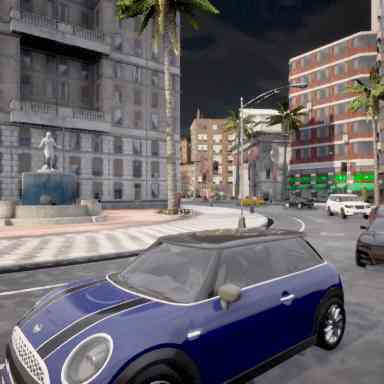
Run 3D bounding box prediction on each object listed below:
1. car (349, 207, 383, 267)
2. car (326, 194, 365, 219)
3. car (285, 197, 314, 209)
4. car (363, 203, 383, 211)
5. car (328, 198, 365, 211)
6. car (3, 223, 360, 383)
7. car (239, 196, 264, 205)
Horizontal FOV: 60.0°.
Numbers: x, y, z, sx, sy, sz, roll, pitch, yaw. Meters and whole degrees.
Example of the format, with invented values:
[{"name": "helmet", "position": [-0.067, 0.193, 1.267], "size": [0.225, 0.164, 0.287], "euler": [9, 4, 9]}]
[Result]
[{"name": "car", "position": [6.746, 1.478, 10.851], "size": [1.882, 1.535, 5.008], "euler": [0, 0, 37]}, {"name": "car", "position": [13.910, 1.221, 29.884], "size": [2.150, 2.045, 5.566], "euler": [0, 0, 4]}, {"name": "car", "position": [15.039, 1.505, 46.701], "size": [1.837, 1.490, 4.892], "euler": [0, 0, -17]}, {"name": "car", "position": [11.654, 1.526, 19.644], "size": [1.812, 1.442, 4.674], "euler": [0, 0, 19]}, {"name": "car", "position": [19.753, 1.526, 42.738], "size": [1.812, 1.442, 4.674], "euler": [0, 0, -12]}, {"name": "car", "position": [0.109, 1.352, 4.473], "size": [4.553, 1.767, 2.097], "euler": [0, 0, -39]}, {"name": "car", "position": [10.145, 1.478, 57.149], "size": [1.882, 1.535, 5.008], "euler": [0, 0, -35]}]
